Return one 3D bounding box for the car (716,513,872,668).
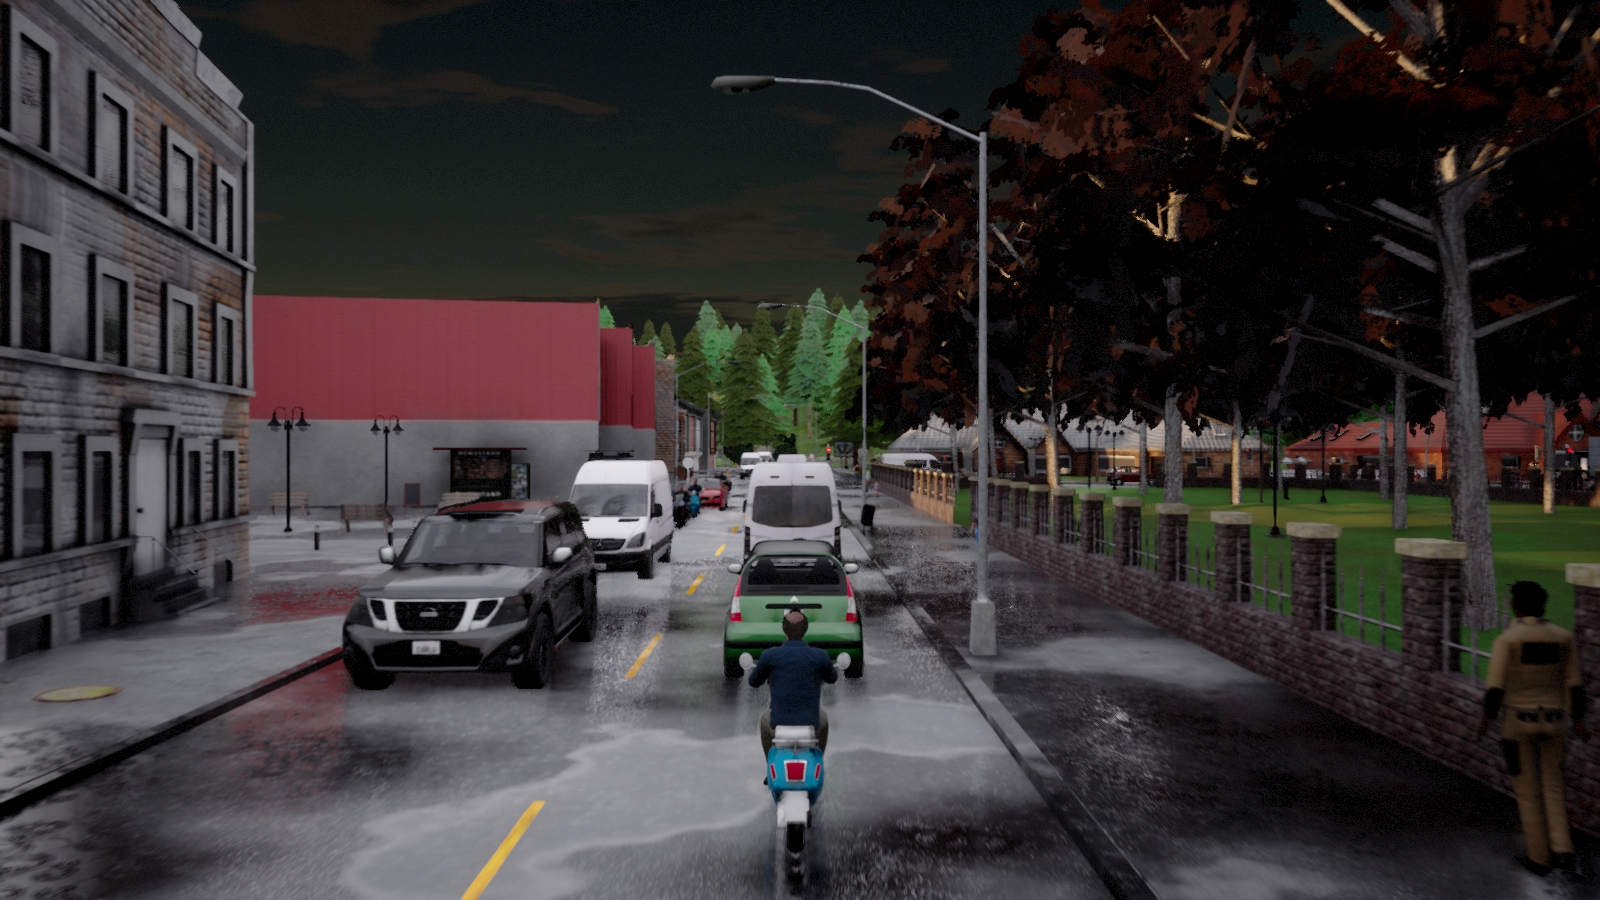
[{"bbox_3d":[-0.093,1.779,15.539,1.851,1.617,3.988,0,0,0],"label":"car"}]

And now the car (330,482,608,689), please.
[{"bbox_3d":[-4.065,1.555,15.211,2.150,2.045,5.566,0,0,-1],"label":"car"}]

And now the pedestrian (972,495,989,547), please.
[{"bbox_3d":[4.600,1.805,29.059,0.375,1.300,0.375,0,0,0],"label":"pedestrian"}]

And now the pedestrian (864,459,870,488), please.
[{"bbox_3d":[4.298,1.522,73.504,0.375,1.860,0.375,0,0,0],"label":"pedestrian"}]

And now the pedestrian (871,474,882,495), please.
[{"bbox_3d":[4.221,1.904,62.908,0.500,1.100,0.500,0,0,-6],"label":"pedestrian"}]

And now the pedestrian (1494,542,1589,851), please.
[{"bbox_3d":[4.669,1.525,7.207,0.375,1.860,0.375,0,0,7],"label":"pedestrian"}]

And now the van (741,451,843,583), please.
[{"bbox_3d":[-0.183,1.314,25.281,1.988,2.561,5.915,0,0,0],"label":"van"}]

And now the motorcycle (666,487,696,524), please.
[{"bbox_3d":[-4.290,1.985,41.282,0.867,1.251,2.209,0,0,0],"label":"motorcycle"}]

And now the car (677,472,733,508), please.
[{"bbox_3d":[-4.374,1.840,53.385,2.231,1.480,4.892,0,0,0],"label":"car"}]

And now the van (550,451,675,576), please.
[{"bbox_3d":[-4.192,1.314,26.574,1.988,2.561,5.915,0,0,0],"label":"van"}]
